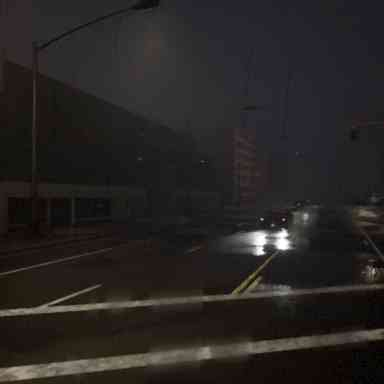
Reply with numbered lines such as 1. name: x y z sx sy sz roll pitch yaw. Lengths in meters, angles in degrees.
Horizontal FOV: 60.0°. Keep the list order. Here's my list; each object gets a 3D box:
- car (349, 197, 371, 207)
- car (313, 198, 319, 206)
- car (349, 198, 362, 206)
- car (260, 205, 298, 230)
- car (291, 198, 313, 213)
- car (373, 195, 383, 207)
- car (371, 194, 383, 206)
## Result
1. car: 25.905 1.559 51.574 2.128 1.511 4.902 -1 -1 24
2. car: 21.318 1.759 58.573 2.033 1.411 5.357 -1 -1 24
3. car: 30.067 1.821 61.134 1.994 1.385 4.181 -1 -2 24
4. car: 6.237 1.899 24.158 1.895 1.301 4.718 -1 0 23
5. car: 13.053 1.675 39.818 1.837 1.490 4.892 -1 0 24
6. car: 29.281 1.602 50.561 1.994 1.385 4.181 -1 -1 24
7. car: 33.288 1.392 59.776 2.150 2.045 5.566 -1 -2 24
